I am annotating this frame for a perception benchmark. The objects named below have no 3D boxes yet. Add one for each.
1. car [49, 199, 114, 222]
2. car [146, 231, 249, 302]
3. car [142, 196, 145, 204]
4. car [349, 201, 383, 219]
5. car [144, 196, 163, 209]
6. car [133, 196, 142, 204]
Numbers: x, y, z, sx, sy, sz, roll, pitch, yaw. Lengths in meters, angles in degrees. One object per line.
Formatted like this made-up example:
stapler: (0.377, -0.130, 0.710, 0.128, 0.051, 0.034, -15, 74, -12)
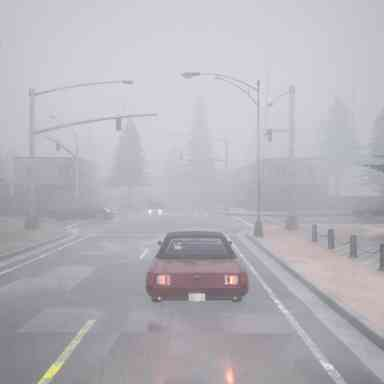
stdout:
car: (-8.338, 1.335, 25.467, 4.553, 1.767, 2.097, 0, 0, -8)
car: (0.075, 1.601, 8.187, 1.895, 1.301, 4.718, 0, 0, -1)
car: (-6.319, 1.470, 52.153, 1.837, 1.490, 4.892, 0, 0, -15)
car: (15.775, 1.476, 27.844, 4.902, 1.511, 2.128, 0, 0, 2)
car: (-4.818, 1.530, 43.404, 1.994, 1.385, 4.181, 0, 0, -6)
car: (-9.568, 1.443, 61.890, 1.882, 1.535, 5.008, 0, 0, -23)
